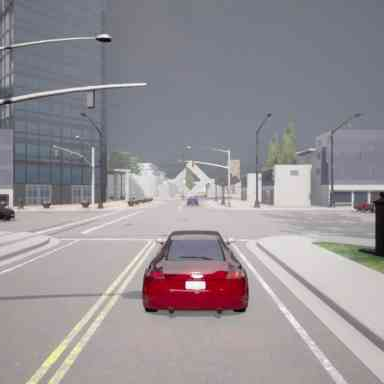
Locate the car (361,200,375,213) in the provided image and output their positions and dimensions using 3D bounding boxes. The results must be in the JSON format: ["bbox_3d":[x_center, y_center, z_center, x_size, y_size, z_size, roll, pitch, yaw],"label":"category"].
[{"bbox_3d":[20.214,1.553,33.644,4.718,1.301,1.895,0,0,0],"label":"car"}]

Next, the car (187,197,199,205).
[{"bbox_3d":[0.115,1.525,59.003,1.812,1.442,4.674,0,0,0],"label":"car"}]

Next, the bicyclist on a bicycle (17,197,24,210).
[{"bbox_3d":[-21.982,1.466,42.585,0.582,1.620,1.656,-1,0,0],"label":"bicyclist on a bicycle"}]

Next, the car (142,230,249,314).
[{"bbox_3d":[0.074,1.564,7.695,1.994,1.385,4.181,0,0,0],"label":"car"}]

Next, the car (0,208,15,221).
[{"bbox_3d":[-16.602,1.587,26.151,5.008,1.535,1.882,-1,0,0],"label":"car"}]

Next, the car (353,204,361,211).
[{"bbox_3d":[20.656,1.553,37.139,4.718,1.301,1.895,0,0,0],"label":"car"}]
